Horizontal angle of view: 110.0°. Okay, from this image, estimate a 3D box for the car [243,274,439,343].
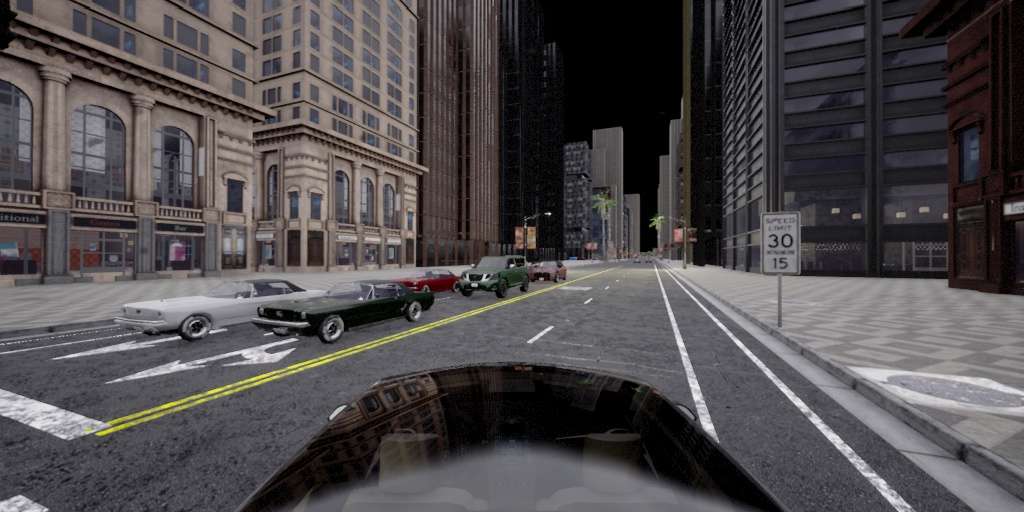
[{"bbox_3d":[-4.283,1.354,9.973,1.895,1.301,4.718,0,0,24],"label":"car"}]

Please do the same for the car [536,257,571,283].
[{"bbox_3d":[2.967,1.129,28.577,2.097,1.767,4.553,0,0,21],"label":"car"}]

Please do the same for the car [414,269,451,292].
[{"bbox_3d":[-4.355,1.361,18.731,1.895,1.301,4.718,0,0,21],"label":"car"}]

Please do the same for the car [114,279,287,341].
[{"bbox_3d":[-7.685,1.352,10.196,1.895,1.301,4.718,0,0,21],"label":"car"}]

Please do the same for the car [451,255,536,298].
[{"bbox_3d":[-0.728,0.985,19.064,2.150,2.045,5.566,0,0,21],"label":"car"}]
